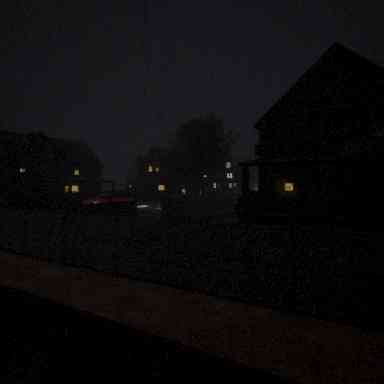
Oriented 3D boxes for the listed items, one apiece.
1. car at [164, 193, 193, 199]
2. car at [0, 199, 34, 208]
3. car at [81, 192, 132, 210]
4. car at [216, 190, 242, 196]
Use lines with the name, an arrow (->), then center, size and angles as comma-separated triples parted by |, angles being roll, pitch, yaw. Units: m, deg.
car -> -1.404, 0.811, 36.329 | 1.994, 1.385, 4.181 | 1, 2, 35
car -> -12.290, 1.215, 20.985 | 1.812, 1.442, 4.674 | 1, 2, 35
car -> -7.158, 0.833, 28.221 | 2.097, 1.767, 4.553 | 1, 2, 35
car -> 5.090, 0.479, 45.419 | 2.128, 1.511, 4.902 | 1, 2, 36
